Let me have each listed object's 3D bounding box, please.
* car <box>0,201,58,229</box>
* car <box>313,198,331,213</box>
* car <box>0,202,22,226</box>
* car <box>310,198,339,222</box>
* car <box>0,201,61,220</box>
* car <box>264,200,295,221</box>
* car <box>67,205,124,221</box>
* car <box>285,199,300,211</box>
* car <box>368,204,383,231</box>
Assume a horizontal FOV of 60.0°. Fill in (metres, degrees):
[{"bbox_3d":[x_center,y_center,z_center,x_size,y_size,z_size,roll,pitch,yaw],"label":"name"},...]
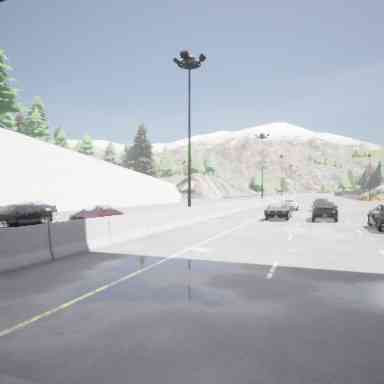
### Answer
[{"bbox_3d":[-10.694,1.477,20.092,1.882,1.535,5.008,0,0,20],"label":"car"},{"bbox_3d":[15.134,1.504,38.910,1.837,1.490,4.892,0,0,20],"label":"car"},{"bbox_3d":[-13.839,1.477,21.676,1.882,1.535,5.008,0,0,20],"label":"car"},{"bbox_3d":[10.642,1.503,26.759,1.837,1.490,4.892,0,0,20],"label":"car"},{"bbox_3d":[-14.521,1.547,29.923,2.033,1.411,5.357,0,0,20],"label":"car"},{"bbox_3d":[7.260,1.601,27.701,1.895,1.301,4.718,0,0,20],"label":"car"},{"bbox_3d":[-6.253,1.564,22.005,1.994,1.385,4.181,0,0,20],"label":"car"},{"bbox_3d":[11.966,1.525,40.441,1.812,1.442,4.674,0,0,20],"label":"car"},{"bbox_3d":[11.872,1.491,19.989,2.128,1.511,4.902,0,0,20],"label":"car"}]
